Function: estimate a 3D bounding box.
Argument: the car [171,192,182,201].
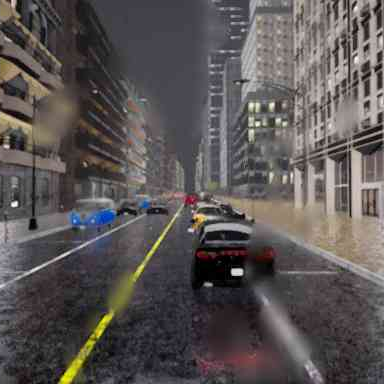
[{"bbox_3d":[-2.890,0.940,72.859,2.150,2.045,5.566,0,0,0],"label":"car"}]

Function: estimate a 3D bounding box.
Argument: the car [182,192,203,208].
[{"bbox_3d":[0.079,1.063,45.971,2.150,2.045,5.566,0,0,0],"label":"car"}]

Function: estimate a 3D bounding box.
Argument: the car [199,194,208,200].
[{"bbox_3d":[2.805,1.246,81.817,1.947,1.339,4.313,1,0,0],"label":"car"}]

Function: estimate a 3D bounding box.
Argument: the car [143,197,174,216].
[{"bbox_3d":[-3.051,1.463,30.971,1.994,1.385,4.181,0,0,0],"label":"car"}]

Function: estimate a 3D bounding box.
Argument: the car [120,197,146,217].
[{"bbox_3d":[-5.631,1.466,30.666,1.947,1.339,4.313,1,0,0],"label":"car"}]

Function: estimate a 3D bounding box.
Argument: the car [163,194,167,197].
[{"bbox_3d":[-5.596,1.391,53.458,1.802,1.307,4.206,1,0,0],"label":"car"}]

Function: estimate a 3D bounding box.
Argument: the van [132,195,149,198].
[{"bbox_3d":[-5.618,1.220,36.362,1.690,1.788,3.998,1,0,0],"label":"van"}]

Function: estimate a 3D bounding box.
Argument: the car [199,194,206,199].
[{"bbox_3d":[2.813,1.206,93.213,1.802,1.307,4.206,1,0,0],"label":"car"}]

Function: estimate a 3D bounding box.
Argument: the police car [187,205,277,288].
[{"bbox_3d":[0.912,1.397,9.269,1.930,1.638,5.238,0,0,0],"label":"police car"}]

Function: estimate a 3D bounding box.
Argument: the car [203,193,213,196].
[{"bbox_3d":[2.798,1.099,59.025,2.192,1.841,5.009,1,0,0],"label":"car"}]

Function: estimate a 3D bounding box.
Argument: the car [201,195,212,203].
[{"bbox_3d":[2.802,1.309,64.724,2.008,1.369,4.403,1,0,0],"label":"car"}]

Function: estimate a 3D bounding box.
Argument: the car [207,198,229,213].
[{"bbox_3d":[2.758,1.430,36.233,2.008,1.369,4.403,1,0,0],"label":"car"}]

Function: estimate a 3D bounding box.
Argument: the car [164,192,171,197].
[{"bbox_3d":[-5.555,1.022,76.253,2.192,1.841,5.009,1,0,0],"label":"car"}]

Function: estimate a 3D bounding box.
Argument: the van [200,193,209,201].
[{"bbox_3d":[2.834,1.048,76.119,1.690,1.788,3.998,1,0,0],"label":"van"}]

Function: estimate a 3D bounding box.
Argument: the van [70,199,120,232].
[{"bbox_3d":[-5.644,1.281,19.264,1.690,1.788,3.998,1,0,0],"label":"van"}]

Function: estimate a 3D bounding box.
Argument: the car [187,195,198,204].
[{"bbox_3d":[0.090,1.286,59.612,1.837,1.490,4.892,0,0,0],"label":"car"}]

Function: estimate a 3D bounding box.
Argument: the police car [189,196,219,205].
[{"bbox_3d":[0.937,1.344,25.271,1.930,1.638,5.238,0,0,0],"label":"police car"}]

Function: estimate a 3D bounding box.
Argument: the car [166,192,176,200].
[{"bbox_3d":[-5.537,0.968,87.649,2.192,1.841,5.009,1,0,0],"label":"car"}]

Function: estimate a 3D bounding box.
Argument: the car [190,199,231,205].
[{"bbox_3d":[0.928,1.394,19.351,1.801,1.575,5.366,0,0,0],"label":"car"}]

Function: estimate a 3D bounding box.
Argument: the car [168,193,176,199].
[{"bbox_3d":[-5.531,1.065,93.349,1.967,1.590,4.097,1,0,0],"label":"car"}]
